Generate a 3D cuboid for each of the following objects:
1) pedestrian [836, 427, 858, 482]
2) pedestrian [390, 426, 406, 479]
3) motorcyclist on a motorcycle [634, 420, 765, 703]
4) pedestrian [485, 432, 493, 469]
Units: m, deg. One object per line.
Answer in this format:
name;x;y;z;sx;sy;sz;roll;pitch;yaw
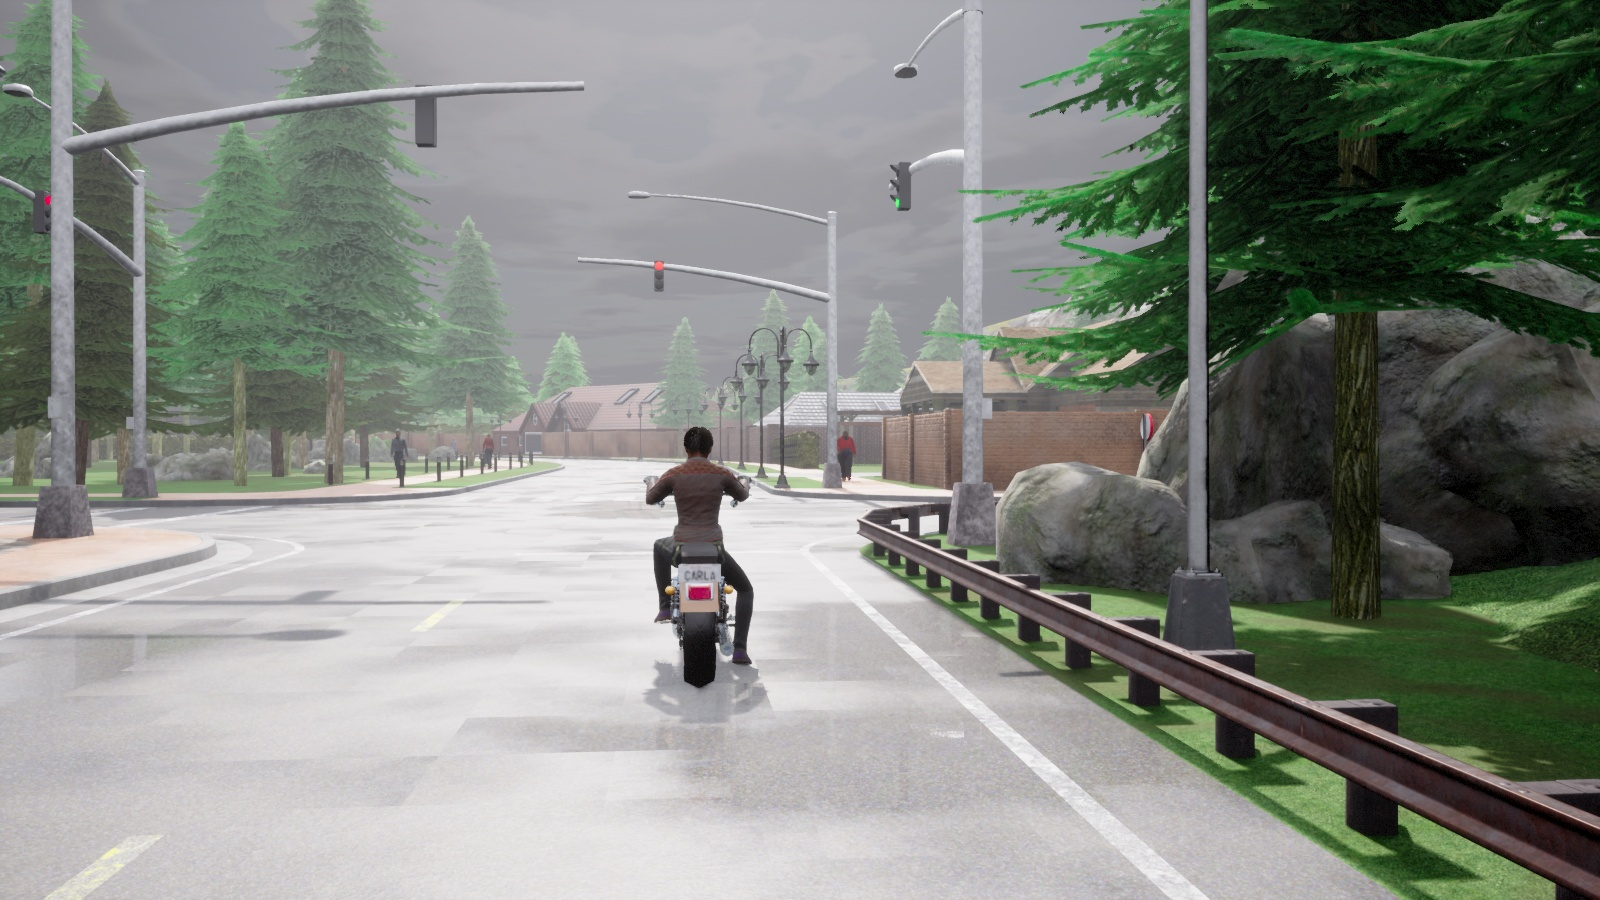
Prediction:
pedestrian;1.572;0.144;42.359;0.634;1.844;0.899;0;0;-5
pedestrian;-14.904;0.097;46.548;0.423;1.949;0.788;0;0;-6
motorcyclist on a motorcycle;-0.693;0.648;8.534;0.766;1.649;2.350;0;0;-5
pedestrian;-15.560;0.004;62.909;0.331;1.846;0.636;0;0;-9
